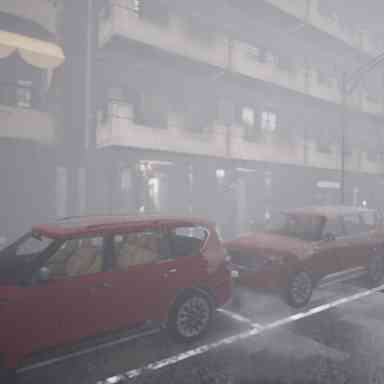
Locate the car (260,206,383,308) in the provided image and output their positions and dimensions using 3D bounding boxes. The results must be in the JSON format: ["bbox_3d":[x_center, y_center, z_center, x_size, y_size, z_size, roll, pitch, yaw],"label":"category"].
[{"bbox_3d":[2.895,1.310,8.129,5.009,1.841,2.192,0,1,-35],"label":"car"}]

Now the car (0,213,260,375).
[{"bbox_3d":[-1.609,1.314,4.921,5.009,1.841,2.192,0,1,-35],"label":"car"}]
